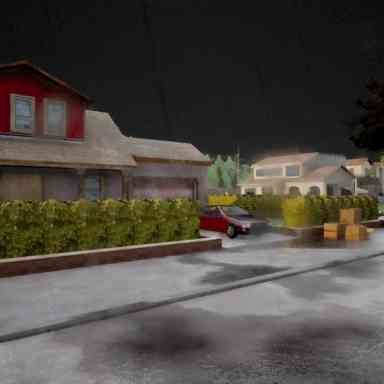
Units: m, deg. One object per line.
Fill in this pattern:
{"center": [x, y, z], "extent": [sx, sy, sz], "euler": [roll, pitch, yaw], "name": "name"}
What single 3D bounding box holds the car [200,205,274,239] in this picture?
{"center": [1.530, 1.356, 16.517], "extent": [2.033, 1.415, 5.357], "euler": [0, 0, -33], "name": "car"}
